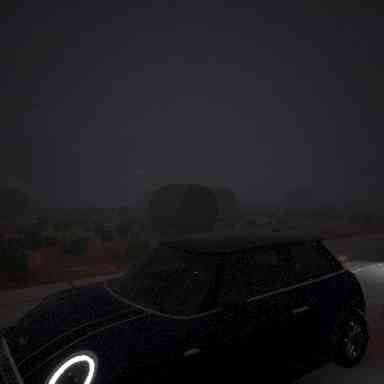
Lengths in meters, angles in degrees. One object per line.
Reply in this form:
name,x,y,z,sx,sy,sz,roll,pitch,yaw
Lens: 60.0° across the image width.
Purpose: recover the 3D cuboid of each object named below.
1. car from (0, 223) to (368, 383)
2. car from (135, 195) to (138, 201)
car,0.168,1.351,4.127,4.553,1.767,2.097,0,0,-36
car,-11.209,1.146,73.363,1.905,1.878,3.866,6,3,7
